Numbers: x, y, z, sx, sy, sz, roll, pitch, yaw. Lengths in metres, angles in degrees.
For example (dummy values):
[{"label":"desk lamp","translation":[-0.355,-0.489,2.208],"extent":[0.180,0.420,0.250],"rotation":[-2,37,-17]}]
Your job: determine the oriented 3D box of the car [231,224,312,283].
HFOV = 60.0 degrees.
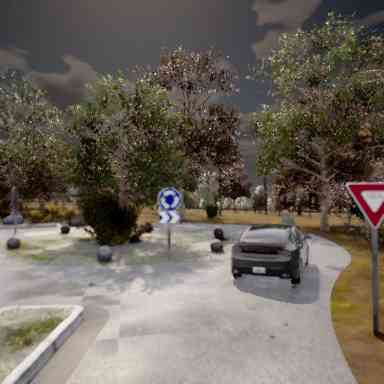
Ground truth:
[{"label":"car","translation":[2.604,1.769,10.535],"extent":[1.837,1.490,4.892],"rotation":[-1,-2,23]}]
